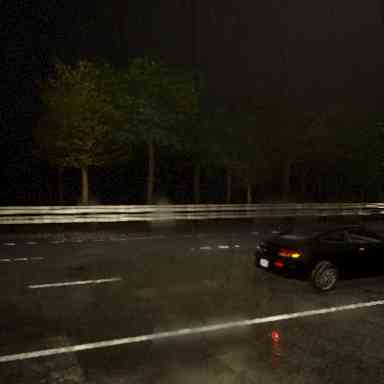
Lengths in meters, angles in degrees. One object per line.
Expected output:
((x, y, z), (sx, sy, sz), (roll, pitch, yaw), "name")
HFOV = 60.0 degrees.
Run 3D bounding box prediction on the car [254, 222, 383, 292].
((3.847, 1.505, 8.609), (4.674, 1.442, 1.812), (0, 0, -20), "car")
